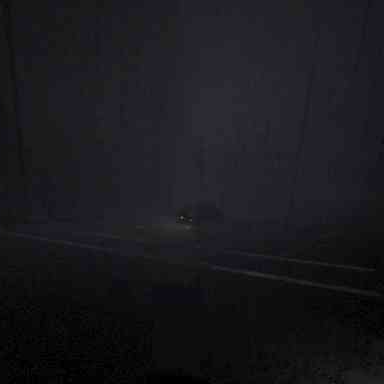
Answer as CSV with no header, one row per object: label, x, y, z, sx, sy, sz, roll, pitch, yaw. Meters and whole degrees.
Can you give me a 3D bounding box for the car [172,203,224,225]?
car,0.488,1.489,23.312,1.994,1.385,4.181,1,0,36
